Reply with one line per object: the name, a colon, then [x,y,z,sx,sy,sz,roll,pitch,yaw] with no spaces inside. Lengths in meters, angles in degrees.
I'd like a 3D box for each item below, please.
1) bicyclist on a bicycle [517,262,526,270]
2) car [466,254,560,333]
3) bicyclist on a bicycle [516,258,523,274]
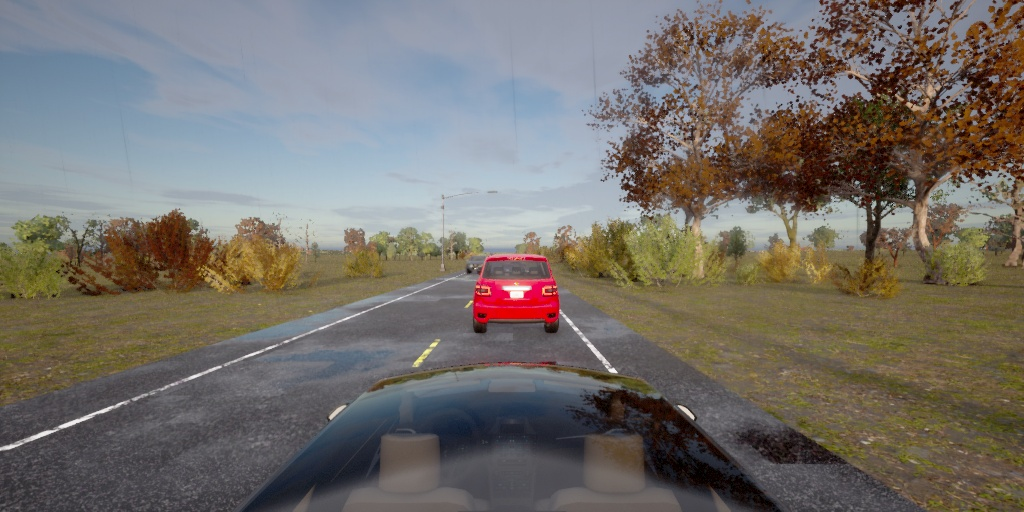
bicyclist on a bicycle: [0.880,1.110,30.010,0.659,1.776,1.843,0,0,0]
car: [0.085,0.968,10.831,2.150,2.045,5.566,0,0,-1]
bicyclist on a bicycle: [0.812,1.107,40.022,0.659,1.776,1.843,0,0,0]
